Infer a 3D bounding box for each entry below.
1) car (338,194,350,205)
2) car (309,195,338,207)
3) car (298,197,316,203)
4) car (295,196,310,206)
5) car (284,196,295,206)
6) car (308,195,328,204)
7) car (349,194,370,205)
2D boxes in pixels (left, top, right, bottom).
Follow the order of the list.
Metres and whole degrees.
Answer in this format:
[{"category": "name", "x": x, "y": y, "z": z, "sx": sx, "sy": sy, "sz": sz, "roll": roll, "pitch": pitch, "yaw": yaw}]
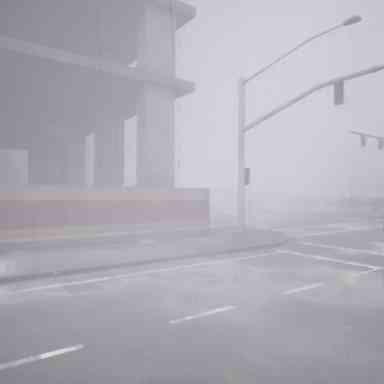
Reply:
[{"category": "car", "x": 40.256, "y": 1.958, "z": 85.436, "sx": 3.806, "sy": 1.475, "sz": 1.970, "roll": 0, "pitch": 0, "yaw": -35}, {"category": "car", "x": 21.836, "y": 1.736, "z": 55.155, "sx": 3.806, "sy": 1.475, "sz": 1.970, "roll": 0, "pitch": 0, "yaw": -35}, {"category": "car", "x": 26.020, "y": 1.808, "z": 75.317, "sx": 3.905, "sy": 1.438, "sz": 1.784, "roll": 0, "pitch": 0, "yaw": -35}, {"category": "car", "x": 20.163, "y": 1.704, "z": 57.517, "sx": 3.905, "sy": 1.438, "sz": 1.784, "roll": 0, "pitch": 0, "yaw": -35}, {"category": "car", "x": 18.570, "y": 1.494, "z": 59.677, "sx": 4.605, "sy": 1.855, "sz": 1.932, "roll": 0, "pitch": 0, "yaw": -35}, {"category": "car", "x": 27.645, "y": 1.597, "z": 72.918, "sx": 4.605, "sy": 1.855, "sz": 1.932, "roll": 0, "pitch": 0, "yaw": -35}, {"category": "car", "x": 41.924, "y": 1.719, "z": 83.069, "sx": 3.866, "sy": 1.878, "sz": 1.905, "roll": 0, "pitch": 0, "yaw": -35}]
